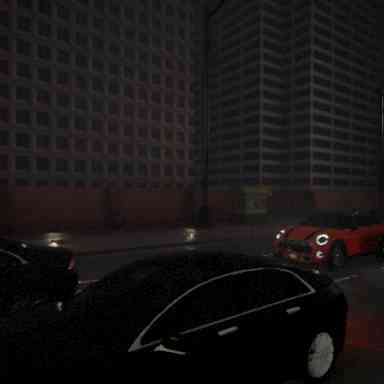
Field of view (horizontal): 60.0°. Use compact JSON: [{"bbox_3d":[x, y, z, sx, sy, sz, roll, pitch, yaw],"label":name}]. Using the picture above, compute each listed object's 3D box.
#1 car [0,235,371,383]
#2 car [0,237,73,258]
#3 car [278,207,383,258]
[{"bbox_3d":[-0.115,1.526,3.881,4.892,1.490,1.837,1,-1,-35],"label":"car"},{"bbox_3d":[-4.311,1.487,5.200,4.902,1.511,2.128,1,0,-35],"label":"car"},{"bbox_3d":[5.021,1.452,11.776,4.553,1.767,2.097,1,0,-35],"label":"car"}]
